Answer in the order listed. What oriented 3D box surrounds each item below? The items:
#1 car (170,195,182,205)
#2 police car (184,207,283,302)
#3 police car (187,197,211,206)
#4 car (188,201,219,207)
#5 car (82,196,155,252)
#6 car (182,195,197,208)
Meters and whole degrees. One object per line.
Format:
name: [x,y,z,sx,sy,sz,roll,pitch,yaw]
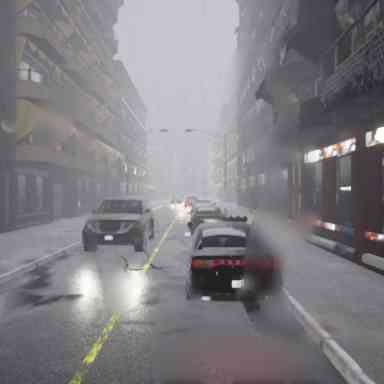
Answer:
car: [-2.817,1.479,59.181,2.128,1.511,4.902,0,0,0]
police car: [0.825,1.419,8.452,1.930,1.638,5.238,0,0,0]
police car: [0.825,1.410,24.452,1.930,1.638,5.238,0,0,0]
car: [0.825,1.492,18.343,1.837,1.490,4.892,0,0,0]
car: [-2.850,1.211,14.153,2.150,2.045,5.566,0,0,0]
car: [0.033,1.335,47.136,2.097,1.767,4.553,0,0,0]
